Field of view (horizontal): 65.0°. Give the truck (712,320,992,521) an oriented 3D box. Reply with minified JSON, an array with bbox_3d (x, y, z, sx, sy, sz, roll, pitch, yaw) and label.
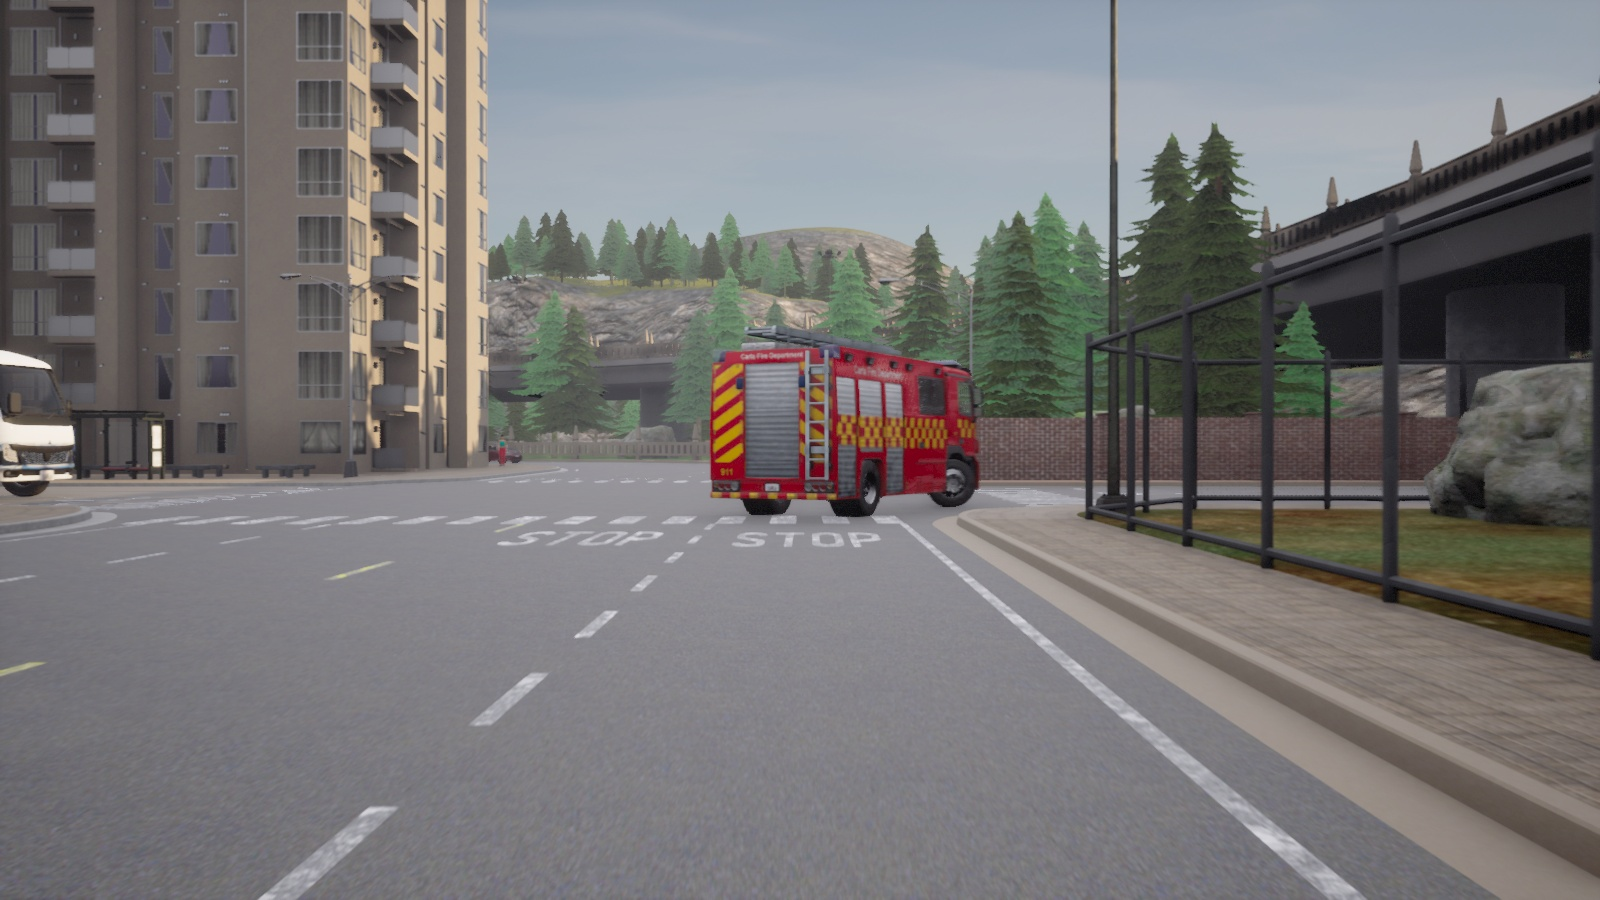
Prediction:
[{"bbox_3d":[1.506,-0.552,28.324,2.891,3.827,8.468,0,0,28],"label":"truck"}]

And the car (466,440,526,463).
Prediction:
[{"bbox_3d":[-21.952,0.116,90.747,3.988,1.617,1.851,0,0,27],"label":"car"}]

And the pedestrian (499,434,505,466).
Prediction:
[{"bbox_3d":[-16.979,-0.016,71.531,0.345,1.836,0.594,0,0,-11],"label":"pedestrian"}]

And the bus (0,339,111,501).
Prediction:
[{"bbox_3d":[-25.389,-0.792,34.930,10.273,4.253,3.944,0,0,0],"label":"bus"}]
